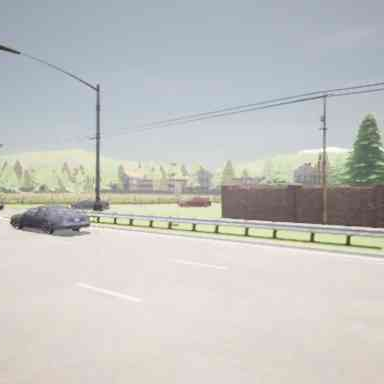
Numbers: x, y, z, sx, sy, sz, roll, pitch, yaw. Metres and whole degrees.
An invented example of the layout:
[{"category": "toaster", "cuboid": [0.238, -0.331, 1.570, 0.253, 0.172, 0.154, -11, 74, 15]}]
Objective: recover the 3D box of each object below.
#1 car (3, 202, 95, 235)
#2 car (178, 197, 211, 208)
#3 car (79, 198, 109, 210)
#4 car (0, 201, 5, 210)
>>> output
[{"category": "car", "cuboid": [-7.830, 1.436, 18.172, 5.357, 1.411, 2.033, 0, 0, 35]}, {"category": "car", "cuboid": [0.278, 1.360, 43.610, 4.674, 1.442, 1.812, 0, 0, -29]}, {"category": "car", "cuboid": [-11.530, 1.357, 37.823, 4.181, 1.385, 1.994, 0, 0, -21]}, {"category": "car", "cuboid": [-22.454, 1.305, 35.744, 4.181, 1.385, 1.994, 0, 0, -1]}]
